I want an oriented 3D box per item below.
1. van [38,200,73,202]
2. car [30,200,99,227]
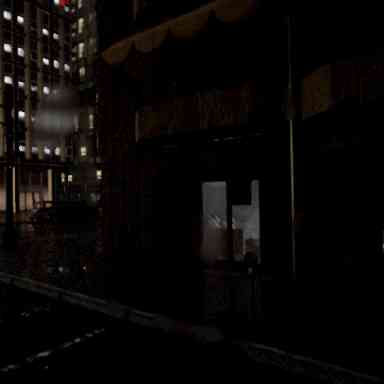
[{"bbox_3d":[-10.910,1.577,26.989,1.690,1.788,3.998,-2,-1,36],"label":"van"},{"bbox_3d":[-9.290,1.649,24.798,1.882,1.535,5.008,-2,-1,36],"label":"car"}]
